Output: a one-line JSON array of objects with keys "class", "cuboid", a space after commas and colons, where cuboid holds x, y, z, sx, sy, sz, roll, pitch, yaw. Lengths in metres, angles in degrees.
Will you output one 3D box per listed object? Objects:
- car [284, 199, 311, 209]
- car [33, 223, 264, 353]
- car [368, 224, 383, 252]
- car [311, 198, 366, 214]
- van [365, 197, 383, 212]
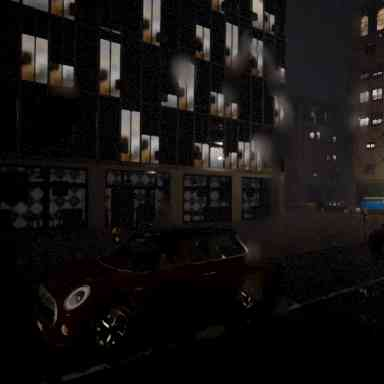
[{"class": "car", "cuboid": [15.739, 1.783, 48.873, 1.752, 1.417, 4.829, 0, -1, -35]}, {"class": "car", "cuboid": [-0.636, 1.441, 6.091, 4.097, 1.590, 1.967, 0, 1, -35]}, {"class": "car", "cuboid": [8.440, 1.566, 12.566, 4.313, 1.339, 1.947, 0, 1, -35]}, {"class": "car", "cuboid": [15.282, 1.617, 34.841, 2.008, 1.369, 4.403, 0, -1, -35]}, {"class": "van", "cuboid": [22.169, 1.521, 39.620, 1.690, 1.788, 3.998, 0, -1, -35]}]
